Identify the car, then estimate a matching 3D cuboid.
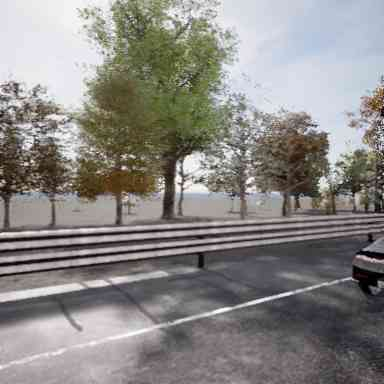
[{"bbox_3d":[5.676,1.593,7.714,4.902,1.511,2.128,1,0,-35],"label":"car"}]
